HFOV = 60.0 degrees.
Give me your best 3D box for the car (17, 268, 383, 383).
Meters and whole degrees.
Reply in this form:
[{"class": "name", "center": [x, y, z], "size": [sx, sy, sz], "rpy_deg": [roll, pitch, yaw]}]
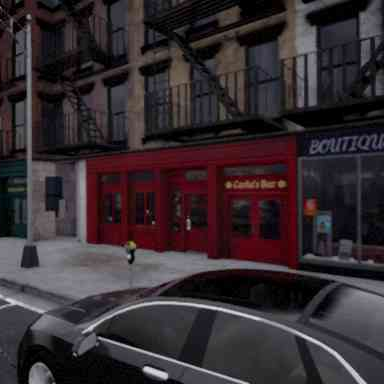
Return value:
[{"class": "car", "center": [0.277, 1.518, 3.085], "size": [4.892, 1.490, 1.837], "rpy_deg": [-1, 0, 36]}]
